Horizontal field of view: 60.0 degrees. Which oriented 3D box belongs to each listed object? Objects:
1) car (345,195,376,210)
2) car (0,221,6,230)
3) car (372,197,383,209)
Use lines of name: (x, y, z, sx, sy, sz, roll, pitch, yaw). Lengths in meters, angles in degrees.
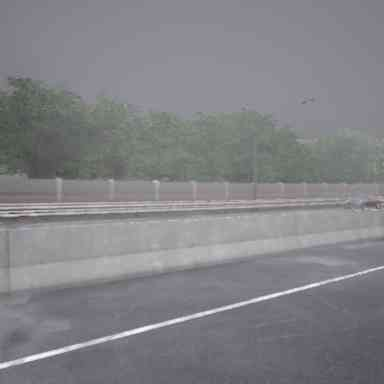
car: (19.902, 1.100, 38.806, 4.553, 1.767, 2.097, -1, 0, -34)
car: (-8.677, 1.462, 10.686, 4.902, 1.511, 2.128, 0, 0, -36)
car: (21.822, 1.508, 35.881, 4.674, 1.442, 1.812, -1, 0, -34)
